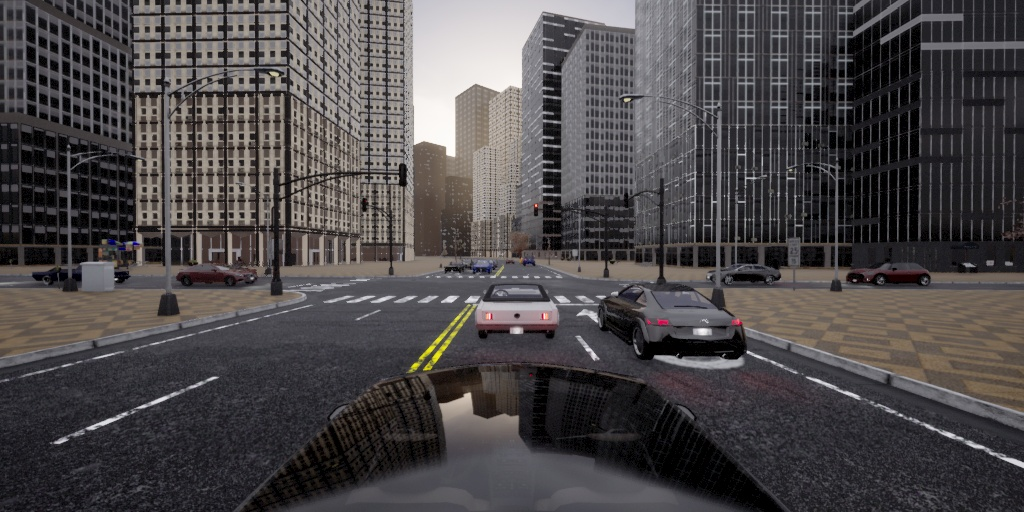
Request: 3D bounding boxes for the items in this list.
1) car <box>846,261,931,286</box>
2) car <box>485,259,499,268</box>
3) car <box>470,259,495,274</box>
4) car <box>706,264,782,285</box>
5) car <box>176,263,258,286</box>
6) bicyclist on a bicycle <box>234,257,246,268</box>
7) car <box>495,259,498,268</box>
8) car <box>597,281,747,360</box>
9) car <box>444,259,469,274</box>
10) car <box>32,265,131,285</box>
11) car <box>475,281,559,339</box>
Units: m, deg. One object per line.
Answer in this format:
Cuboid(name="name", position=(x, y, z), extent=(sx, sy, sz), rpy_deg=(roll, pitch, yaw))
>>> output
Cuboid(name="car", position=(27.127, 1.209, 25.977), extent=(4.553, 1.767, 2.097), rpy_deg=(0, 0, 1))
Cuboid(name="car", position=(-3.271, 1.229, 60.410), extent=(2.033, 1.411, 5.357), rpy_deg=(0, 0, 0))
Cuboid(name="car", position=(-3.296, 1.198, 40.688), extent=(1.882, 1.535, 5.008), rpy_deg=(0, 0, 0))
Cuboid(name="car", position=(16.849, 1.301, 26.211), extent=(4.902, 1.511, 2.128), rpy_deg=(0, 0, 1))
Cuboid(name="car", position=(-19.456, 1.194, 23.683), extent=(4.674, 1.442, 1.812), rpy_deg=(0, 0, 1))
Cuboid(name="bicyclist on a bicycle", position=(-24.665, 0.871, 32.554), extent=(0.582, 1.620, 1.656), rpy_deg=(0, 1, 1))
Cuboid(name="car", position=(-3.282, 1.229, 50.032), extent=(1.812, 1.442, 4.674), rpy_deg=(0, 0, 0))
Cuboid(name="car", position=(3.364, 1.312, 8.361), extent=(1.994, 1.385, 4.181), rpy_deg=(0, 0, 0))
Cuboid(name="car", position=(-6.547, 1.320, 41.361), extent=(1.895, 1.301, 4.718), rpy_deg=(0, 0, 0))
Cuboid(name="car", position=(-28.565, 1.226, 23.924), extent=(4.718, 1.301, 1.895), rpy_deg=(0, 0, 1))
Cuboid(name="car", position=(0.110, 1.348, 10.078), extent=(1.895, 1.301, 4.718), rpy_deg=(0, 0, 0))
